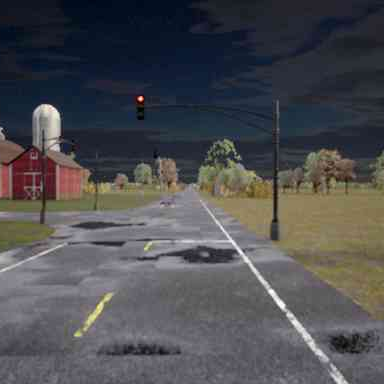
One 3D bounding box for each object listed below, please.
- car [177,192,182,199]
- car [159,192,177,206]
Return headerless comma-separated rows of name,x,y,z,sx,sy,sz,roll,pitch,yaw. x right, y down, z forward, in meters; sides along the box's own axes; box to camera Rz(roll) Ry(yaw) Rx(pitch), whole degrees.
car,-3.497,0.833,79.423,1.812,1.442,4.674,0,1,0
car,-3.498,1.199,47.692,1.837,1.490,4.892,0,3,0
